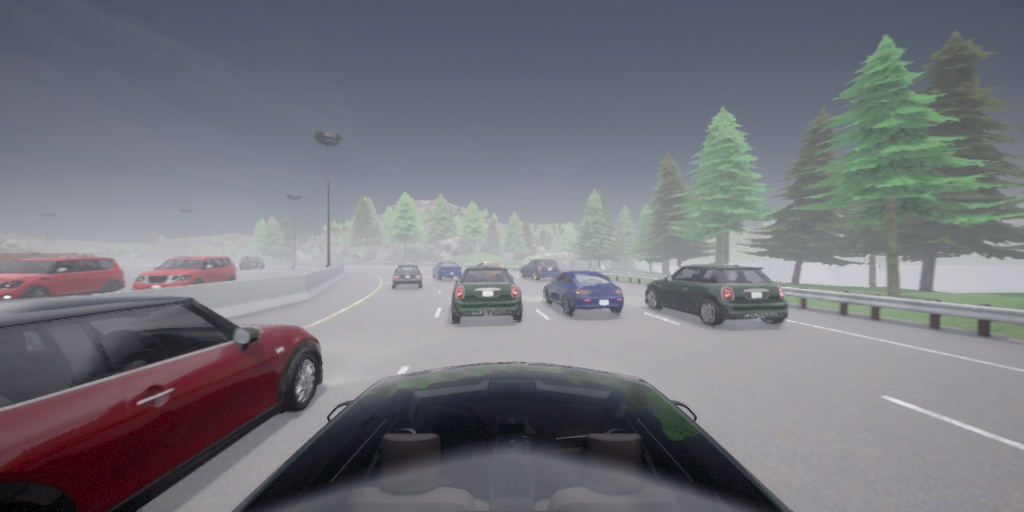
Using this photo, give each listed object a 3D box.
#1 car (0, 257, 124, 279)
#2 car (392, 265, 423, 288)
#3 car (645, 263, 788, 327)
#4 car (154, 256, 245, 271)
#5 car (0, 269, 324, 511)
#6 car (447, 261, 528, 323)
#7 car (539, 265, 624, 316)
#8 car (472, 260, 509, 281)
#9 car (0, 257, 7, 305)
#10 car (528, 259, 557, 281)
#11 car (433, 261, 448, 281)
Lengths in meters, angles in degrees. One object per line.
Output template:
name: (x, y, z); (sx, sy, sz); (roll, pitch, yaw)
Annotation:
car: (-19.238, 1.044, 14.889); (2.150, 2.045, 5.566); (0, 0, -13)
car: (-6.928, 1.284, 23.748); (2.033, 1.411, 5.357); (0, 0, -17)
car: (6.189, 1.047, 11.544); (2.097, 1.767, 4.553); (0, 0, -7)
car: (-16.565, 1.022, 18.628); (2.150, 2.045, 5.566); (0, 0, -15)
car: (-3.658, 1.117, 3.193); (2.097, 1.767, 4.553); (0, 0, -2)
car: (-0.956, 1.083, 12.269); (2.097, 1.767, 4.553); (0, 0, -7)
car: (2.481, 1.236, 13.134); (1.812, 1.442, 4.674); (0, 0, -8)
car: (-1.937, 1.172, 30.578); (1.882, 1.535, 5.008); (0, 0, -19)
car: (-22.293, 1.066, 12.523); (2.150, 2.045, 5.566); (0, 0, -11)
car: (2.212, 1.028, 29.195); (2.097, 1.767, 4.553); (0, 0, -18)
car: (-5.512, 1.192, 30.209); (1.882, 1.535, 5.008); (0, 0, -20)
